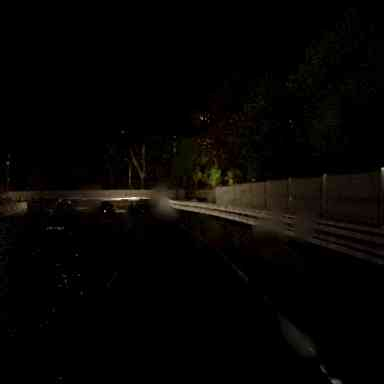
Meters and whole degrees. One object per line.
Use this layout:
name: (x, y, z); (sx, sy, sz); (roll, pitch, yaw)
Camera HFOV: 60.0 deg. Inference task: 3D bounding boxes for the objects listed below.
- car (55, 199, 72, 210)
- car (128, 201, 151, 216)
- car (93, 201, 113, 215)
car: (-18.516, 1.781, 48.009); (1.837, 1.490, 4.892); (1, -1, -27)
car: (-5.535, 1.664, 34.732); (2.128, 1.511, 4.902); (0, 0, -18)
car: (-9.627, 1.698, 36.055); (1.837, 1.490, 4.892); (1, 0, -19)
